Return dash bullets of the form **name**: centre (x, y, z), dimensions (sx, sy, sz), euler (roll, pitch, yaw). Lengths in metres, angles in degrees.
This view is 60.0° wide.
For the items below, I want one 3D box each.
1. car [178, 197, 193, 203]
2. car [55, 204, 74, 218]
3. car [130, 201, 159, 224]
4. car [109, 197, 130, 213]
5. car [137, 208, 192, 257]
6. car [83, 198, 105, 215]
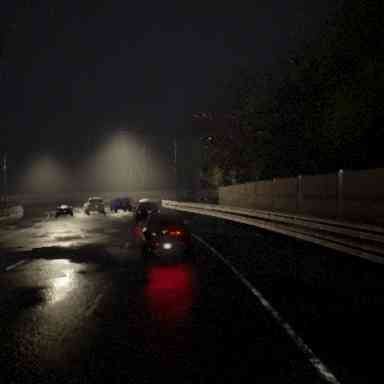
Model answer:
- **car**: centre (-1.759, 1.940, 73.259), dimensions (1.882, 1.535, 5.008), euler (-1, 0, 36)
- **car**: centre (-14.400, 2.087, 37.642), dimensions (2.033, 1.411, 5.357), euler (-1, 0, -21)
- **car**: centre (-3.742, 1.602, 27.697), dimensions (2.097, 1.767, 4.553), euler (-1, 0, -13)
- **car**: centre (-9.502, 1.690, 44.137), dimensions (2.150, 2.045, 5.566), euler (-1, 0, -23)
- **car**: centre (-1.130, 1.618, 13.653), dimensions (1.837, 1.490, 4.892), euler (-1, -1, -7)
- **car**: centre (-12.354, 1.740, 41.881), dimensions (2.150, 2.045, 5.566), euler (-1, 0, -23)
